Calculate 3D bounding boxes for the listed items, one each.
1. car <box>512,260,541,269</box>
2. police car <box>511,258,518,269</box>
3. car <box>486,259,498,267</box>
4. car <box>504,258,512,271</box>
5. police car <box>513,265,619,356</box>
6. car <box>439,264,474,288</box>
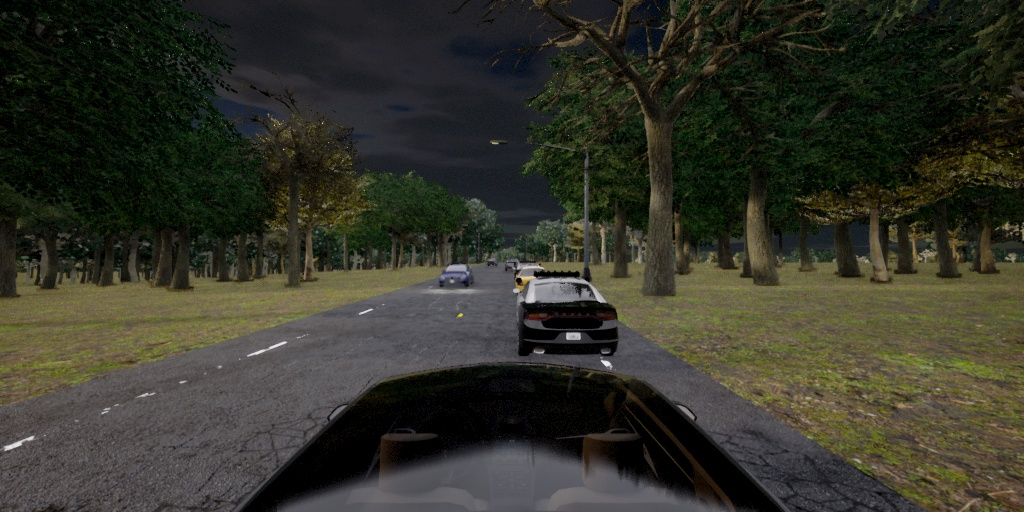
[{"bbox_3d":[1.076,1.191,18.833,1.801,1.575,5.366,0,0,0],"label":"car"},{"bbox_3d":[1.085,1.147,24.753,1.930,1.638,5.238,0,0,0],"label":"police car"},{"bbox_3d":[-3.411,1.135,61.436,2.033,1.411,5.357,0,0,0],"label":"car"},{"bbox_3d":[0.085,1.129,45.961,2.128,1.511,4.902,0,0,1],"label":"car"},{"bbox_3d":[1.062,1.174,8.749,1.930,1.638,5.238,0,0,0],"label":"police car"},{"bbox_3d":[-3.569,1.251,23.701,1.812,1.442,4.674,0,0,0],"label":"car"}]
